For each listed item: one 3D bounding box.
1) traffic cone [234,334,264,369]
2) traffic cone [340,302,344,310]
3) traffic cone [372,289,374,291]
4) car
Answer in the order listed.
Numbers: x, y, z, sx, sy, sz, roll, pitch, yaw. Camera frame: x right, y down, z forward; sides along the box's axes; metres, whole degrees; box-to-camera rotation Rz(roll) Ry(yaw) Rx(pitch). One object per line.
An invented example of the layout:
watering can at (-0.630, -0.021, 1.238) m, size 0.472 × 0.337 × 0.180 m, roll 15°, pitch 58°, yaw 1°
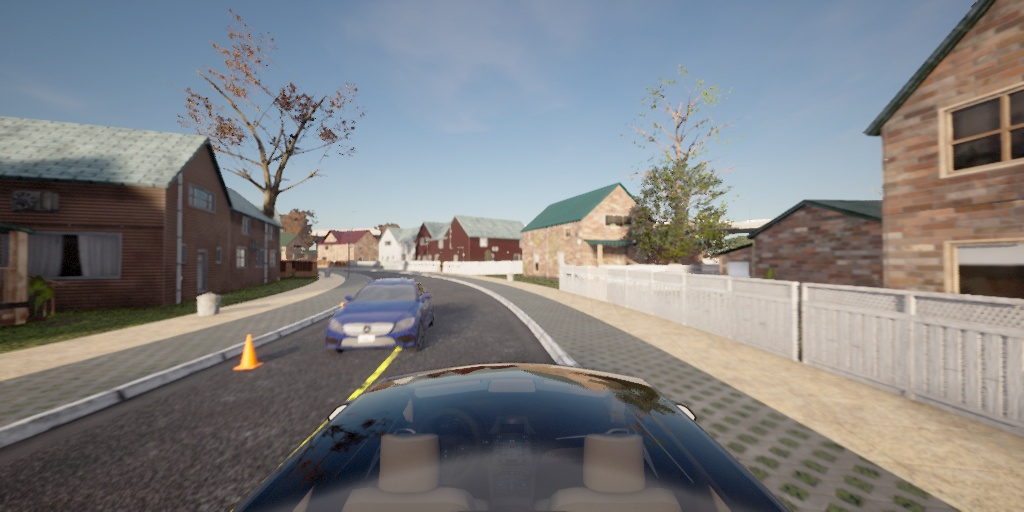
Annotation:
traffic cone at (-4.842, 1.740, 6.611) m, size 0.340 × 0.580 × 0.340 m, roll 0°, pitch 0°, yaw -5°
traffic cone at (-5.406, 1.765, 11.417) m, size 0.340 × 0.580 × 0.340 m, roll 0°, pitch 0°, yaw -9°
traffic cone at (-6.283, 1.791, 16.176) m, size 0.340 × 0.580 × 0.340 m, roll 0°, pitch 0°, yaw -12°
car at (-3.028, 1.321, 9.101) m, size 1.812 × 1.442 × 4.674 m, roll 0°, pitch 0°, yaw -7°
